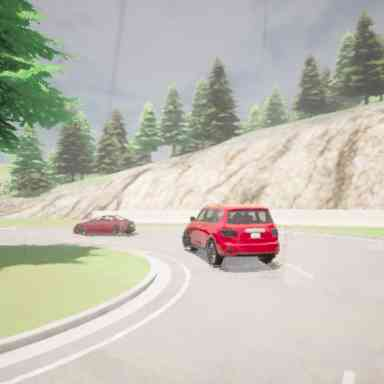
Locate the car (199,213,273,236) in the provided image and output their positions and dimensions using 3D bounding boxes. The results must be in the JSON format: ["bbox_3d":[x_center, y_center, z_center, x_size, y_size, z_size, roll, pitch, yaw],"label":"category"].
[{"bbox_3d":[2.871,2.117,22.470,4.718,1.301,1.895,-3,-2,43],"label":"car"}]

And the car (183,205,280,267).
[{"bbox_3d":[1.286,1.533,13.005,2.150,2.045,5.566,0,-2,-15],"label":"car"}]

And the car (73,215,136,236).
[{"bbox_3d":[-5.991,2.272,22.912,4.181,1.385,1.994,-2,-2,14],"label":"car"}]
